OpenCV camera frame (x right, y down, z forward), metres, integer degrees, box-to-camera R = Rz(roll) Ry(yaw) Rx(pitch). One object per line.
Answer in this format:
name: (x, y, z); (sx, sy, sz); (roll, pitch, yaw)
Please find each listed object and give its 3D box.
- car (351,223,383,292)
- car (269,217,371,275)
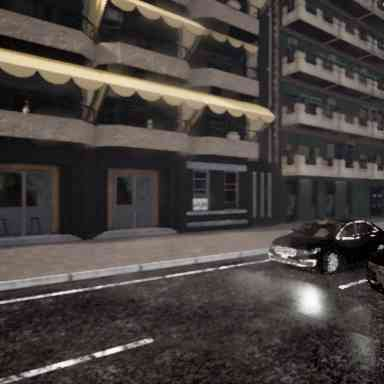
car: (6.198, 1.594, 8.104); (5.008, 1.535, 1.882); (1, 0, -35)
car: (4.639, 1.626, 10.984); (4.892, 1.490, 1.837); (1, -1, -35)
